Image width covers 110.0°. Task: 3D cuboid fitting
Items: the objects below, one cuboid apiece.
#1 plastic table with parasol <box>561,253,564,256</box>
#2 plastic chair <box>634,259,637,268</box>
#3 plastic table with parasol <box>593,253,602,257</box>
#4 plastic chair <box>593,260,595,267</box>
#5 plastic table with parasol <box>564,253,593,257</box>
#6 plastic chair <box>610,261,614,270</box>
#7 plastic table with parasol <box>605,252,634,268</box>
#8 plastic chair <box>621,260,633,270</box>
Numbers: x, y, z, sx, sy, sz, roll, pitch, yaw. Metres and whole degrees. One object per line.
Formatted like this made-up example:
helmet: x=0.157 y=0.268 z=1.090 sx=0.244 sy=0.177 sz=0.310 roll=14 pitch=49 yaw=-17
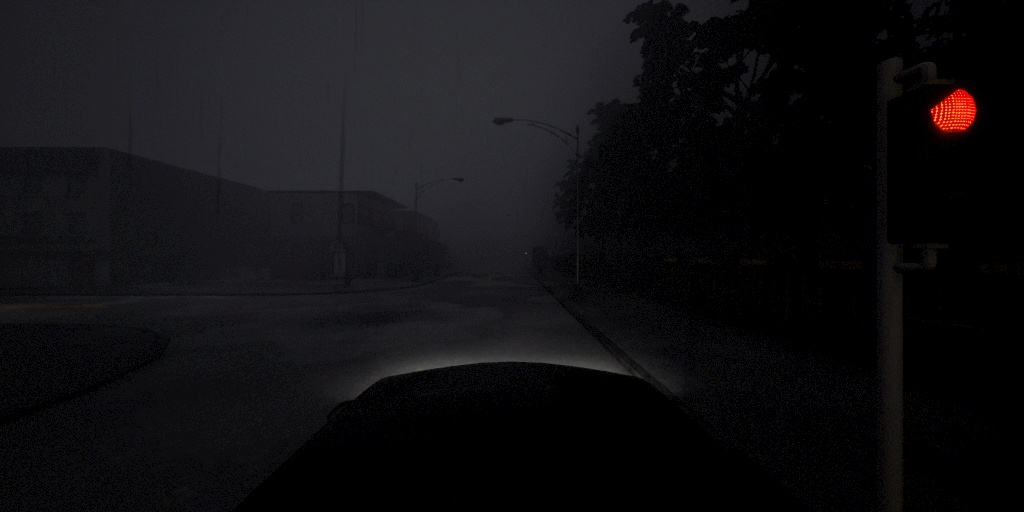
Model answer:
plastic table with parasol: x=10.680 y=0.705 z=62.362 sx=2.482 sy=2.480 sz=2.482 roll=0 pitch=0 yaw=-40
plastic chair: x=18.643 y=1.161 z=54.631 sx=0.750 sy=1.272 sz=0.730 roll=0 pitch=0 yaw=-39
plastic table with parasol: x=14.667 y=0.673 z=59.396 sx=2.482 sy=2.480 sz=2.482 roll=0 pitch=0 yaw=-42
plastic chair: x=13.715 y=1.304 z=58.508 sx=0.730 sy=1.272 sz=0.750 roll=0 pitch=0 yaw=-35
plastic table with parasol: x=9.970 y=0.684 z=53.921 sx=2.482 sy=2.480 sz=2.482 roll=0 pitch=0 yaw=-40
plastic chair: x=14.316 y=1.306 z=50.280 sx=0.730 sy=1.272 sz=0.750 roll=0 pitch=0 yaw=-35
plastic table with parasol: x=15.289 y=0.694 z=51.182 sx=2.482 sy=2.480 sz=2.482 roll=0 pitch=0 yaw=-40
plastic chair: x=16.022 y=1.296 z=50.184 sx=0.750 sy=1.272 sz=0.730 roll=0 pitch=0 yaw=-40
